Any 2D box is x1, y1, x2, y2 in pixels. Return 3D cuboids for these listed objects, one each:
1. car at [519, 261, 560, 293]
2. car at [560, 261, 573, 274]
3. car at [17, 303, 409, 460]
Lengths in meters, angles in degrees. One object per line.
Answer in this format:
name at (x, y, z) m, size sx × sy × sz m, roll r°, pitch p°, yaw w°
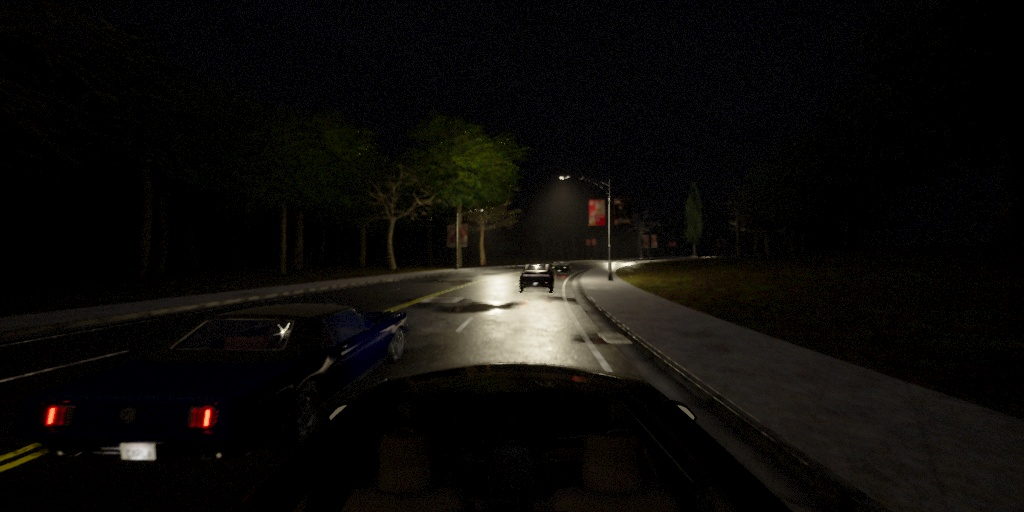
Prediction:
car at (1.513, 1.204, 20.590) m, size 2.128 × 1.511 × 4.902 m, roll 0°, pitch 0°, yaw 8°
car at (5.555, 1.237, 39.676) m, size 1.895 × 1.301 × 4.718 m, roll 0°, pitch 0°, yaw 16°
car at (-3.051, 1.343, 5.209) m, size 1.895 × 1.301 × 4.718 m, roll 0°, pitch 0°, yaw 1°
